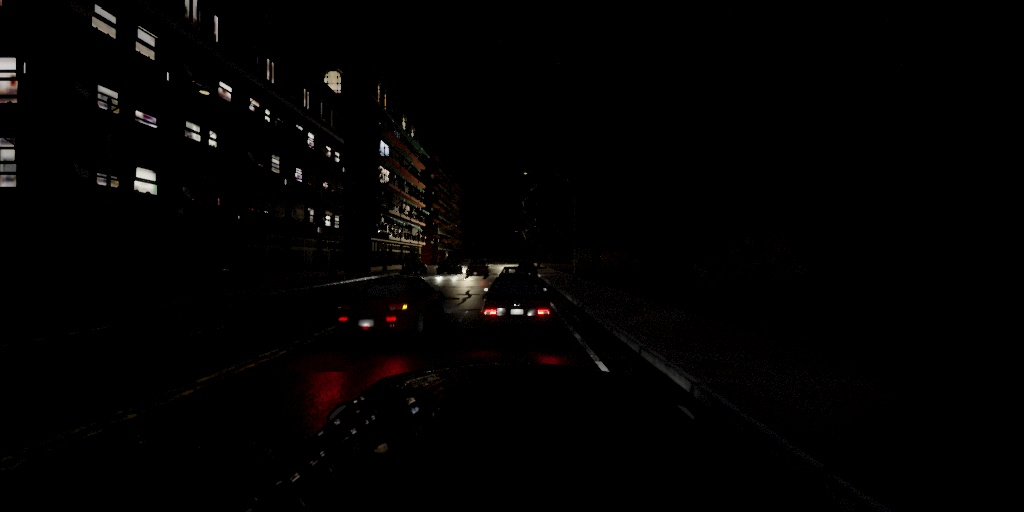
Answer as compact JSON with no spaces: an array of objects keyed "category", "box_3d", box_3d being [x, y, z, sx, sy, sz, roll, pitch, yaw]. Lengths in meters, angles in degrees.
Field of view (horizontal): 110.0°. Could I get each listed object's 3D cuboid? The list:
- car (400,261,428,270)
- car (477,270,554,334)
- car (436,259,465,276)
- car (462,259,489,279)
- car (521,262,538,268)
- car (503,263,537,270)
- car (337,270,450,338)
[{"category":"car","box_3d":[-9.820,1.259,36.174,1.837,1.490,4.892,0,0,0]},{"category":"car","box_3d":[0.110,1.299,10.554,2.033,1.411,5.357,0,0,0]},{"category":"car","box_3d":[-6.569,1.106,37.667,2.097,1.767,4.553,0,0,0]},{"category":"car","box_3d":[-3.122,1.279,32.887,1.812,1.442,4.674,0,0,0]},{"category":"car","box_3d":[1.164,1.259,30.682,1.837,1.490,4.892,0,0,0]},{"category":"car","box_3d":[0.116,1.301,20.915,2.033,1.411,5.357,0,0,0]},{"category":"car","box_3d":[-3.144,1.277,10.039,1.812,1.442,4.674,0,0,0]}]
